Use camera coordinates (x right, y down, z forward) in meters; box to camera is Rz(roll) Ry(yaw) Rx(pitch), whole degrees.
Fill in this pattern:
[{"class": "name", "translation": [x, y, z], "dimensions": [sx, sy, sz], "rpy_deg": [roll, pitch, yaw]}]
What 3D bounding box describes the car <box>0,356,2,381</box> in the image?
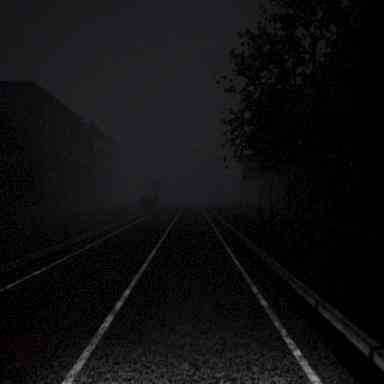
[{"class": "car", "translation": [-3.000, 1.585, 1.803], "dimensions": [1.994, 1.385, 4.181], "rpy_deg": [0, -1, 0]}]
